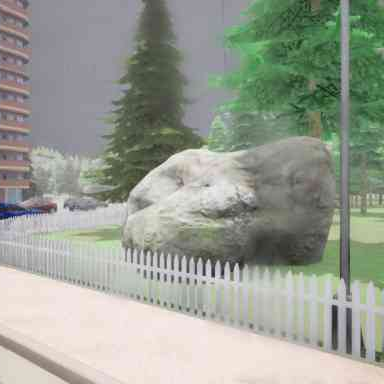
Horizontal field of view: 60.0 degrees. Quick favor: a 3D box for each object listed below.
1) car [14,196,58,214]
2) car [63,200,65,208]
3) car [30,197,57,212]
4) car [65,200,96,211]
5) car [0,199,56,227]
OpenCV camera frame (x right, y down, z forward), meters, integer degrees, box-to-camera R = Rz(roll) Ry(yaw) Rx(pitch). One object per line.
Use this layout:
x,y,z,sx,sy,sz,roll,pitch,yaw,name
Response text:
-16.670,1.297,35.855,2.097,1.767,4.553,0,0,8,car
-16.382,1.449,45.890,1.837,1.490,4.892,0,0,-8,car
-14.413,1.422,30.208,1.882,1.535,5.008,0,0,15,car
-12.755,1.508,39.046,1.994,1.385,4.181,0,0,4,car
-11.017,1.421,19.875,1.882,1.535,5.008,0,0,29,car
